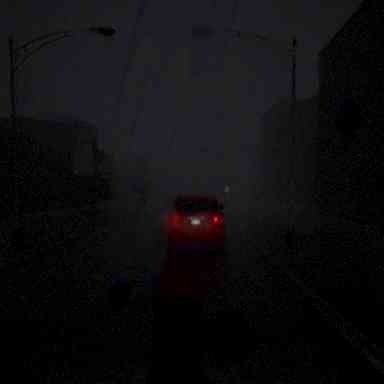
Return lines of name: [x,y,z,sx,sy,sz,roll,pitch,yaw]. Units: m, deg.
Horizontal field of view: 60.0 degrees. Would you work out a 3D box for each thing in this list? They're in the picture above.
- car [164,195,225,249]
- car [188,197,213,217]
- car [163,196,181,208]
car: [0.213,1.129,14.174,2.150,2.045,5.566,0,0,2]
car: [0.763,1.299,30.292,2.128,1.511,4.902,0,0,2]
car: [-2.702,1.258,45.125,2.033,1.411,5.357,0,0,1]
